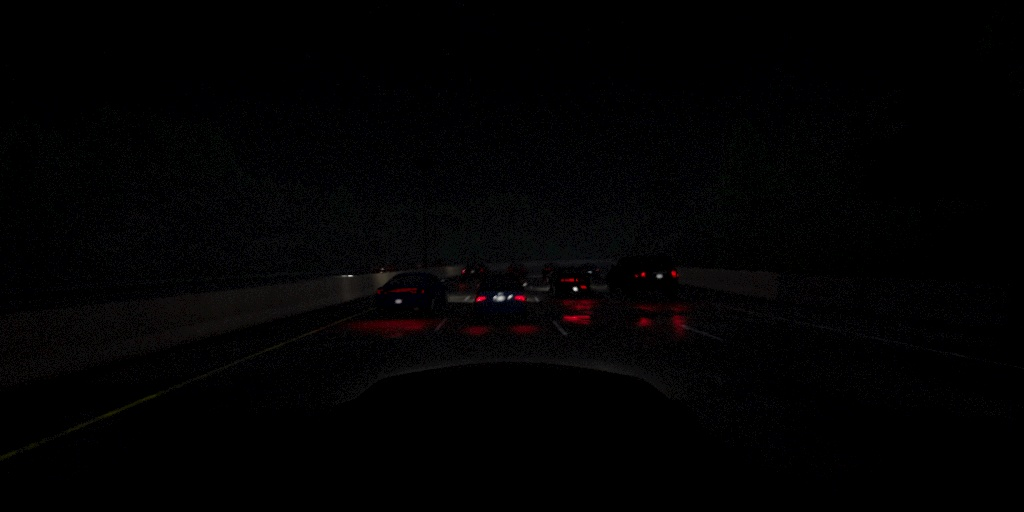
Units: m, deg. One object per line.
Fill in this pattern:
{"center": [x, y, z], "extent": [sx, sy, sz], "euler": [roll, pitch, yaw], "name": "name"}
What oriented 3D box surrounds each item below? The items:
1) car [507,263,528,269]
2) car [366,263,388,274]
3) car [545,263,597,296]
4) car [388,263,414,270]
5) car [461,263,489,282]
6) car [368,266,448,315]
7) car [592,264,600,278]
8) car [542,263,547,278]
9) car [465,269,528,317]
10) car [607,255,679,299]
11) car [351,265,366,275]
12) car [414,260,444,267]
{"center": [0.561, 1.500, 36.722], "extent": [1.882, 1.535, 5.008], "euler": [-1, 0, 6], "name": "car"}
{"center": [-18.689, 1.820, 52.263], "extent": [2.097, 1.767, 4.553], "euler": [-1, 0, 10], "name": "car"}
{"center": [3.123, 1.352, 19.977], "extent": [1.837, 1.490, 4.892], "euler": [-1, 0, 1], "name": "car"}
{"center": [-15.274, 1.757, 51.549], "extent": [2.097, 1.767, 4.553], "euler": [-1, 0, 10], "name": "car"}
{"center": [-3.251, 1.410, 33.300], "extent": [2.097, 1.767, 4.553], "euler": [-1, -1, 5], "name": "car"}
{"center": [-3.890, 1.397, 14.680], "extent": [1.882, 1.535, 5.008], "euler": [-1, 0, -1], "name": "car"}
{"center": [7.468, 1.462, 35.378], "extent": [1.994, 1.385, 4.181], "euler": [-1, 0, 5], "name": "car"}
{"center": [4.073, 1.441, 36.669], "extent": [1.882, 1.535, 5.008], "euler": [-1, 0, 6], "name": "car"}
{"center": [-0.389, 1.401, 13.742], "extent": [2.033, 1.411, 5.357], "euler": [-1, 0, -1], "name": "car"}
{"center": [6.586, 1.000, 18.633], "extent": [2.150, 2.045, 5.566], "euler": [-1, 0, 0], "name": "car"}
{"center": [-22.044, 2.096, 53.427], "extent": [1.994, 1.385, 4.181], "euler": [-1, 0, 10], "name": "car"}
{"center": [-11.618, 1.574, 52.245], "extent": [2.150, 2.045, 5.566], "euler": [-1, -1, 10], "name": "car"}
